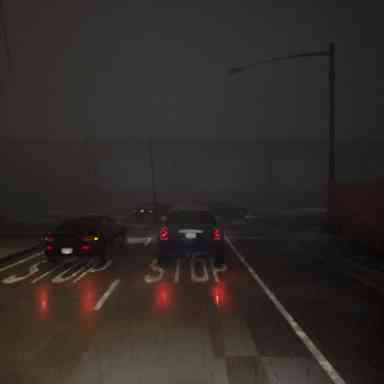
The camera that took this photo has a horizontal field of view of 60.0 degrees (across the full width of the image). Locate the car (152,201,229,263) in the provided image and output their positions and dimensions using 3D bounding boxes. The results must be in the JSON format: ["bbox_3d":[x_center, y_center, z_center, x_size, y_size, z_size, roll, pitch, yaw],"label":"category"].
[{"bbox_3d":[-0.056,1.289,11.907,2.097,1.767,4.553,0,0,0],"label":"car"}]

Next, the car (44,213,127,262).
[{"bbox_3d":[-3.554,1.467,11.706,1.812,1.442,4.674,0,0,-1],"label":"car"}]

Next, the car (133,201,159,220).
[{"bbox_3d":[-2.620,1.412,26.320,2.033,1.411,5.357,0,0,22],"label":"car"}]

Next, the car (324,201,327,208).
[{"bbox_3d":[18.279,1.290,39.978,4.674,1.442,1.812,0,0,0],"label":"car"}]

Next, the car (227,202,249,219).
[{"bbox_3d":[2.074,1.409,25.598,5.357,1.411,2.033,0,0,-43],"label":"car"}]
